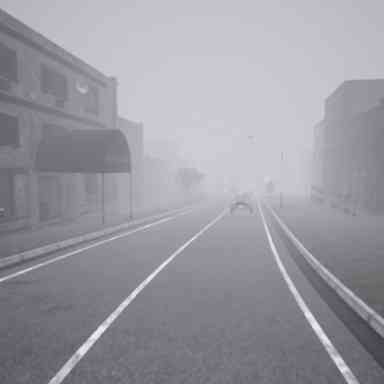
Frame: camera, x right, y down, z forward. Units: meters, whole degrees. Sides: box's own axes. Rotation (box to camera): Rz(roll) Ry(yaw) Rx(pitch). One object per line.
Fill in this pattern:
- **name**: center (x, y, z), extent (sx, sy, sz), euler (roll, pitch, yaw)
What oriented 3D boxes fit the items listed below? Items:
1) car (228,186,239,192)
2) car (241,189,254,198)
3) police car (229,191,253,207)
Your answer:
- **car**: center (9.586, -0.411, 76.395), extent (2.150, 2.045, 5.566), euler (1, 2, 11)
- **car**: center (10.200, 0.289, 60.575), extent (2.163, 1.488, 4.792), euler (1, 2, 10)
- **police car**: center (4.489, 0.980, 29.696), extent (2.038, 1.542, 4.974), euler (1, 1, 10)
